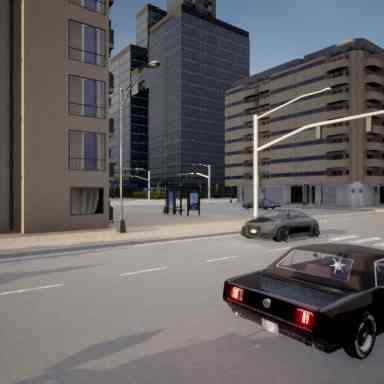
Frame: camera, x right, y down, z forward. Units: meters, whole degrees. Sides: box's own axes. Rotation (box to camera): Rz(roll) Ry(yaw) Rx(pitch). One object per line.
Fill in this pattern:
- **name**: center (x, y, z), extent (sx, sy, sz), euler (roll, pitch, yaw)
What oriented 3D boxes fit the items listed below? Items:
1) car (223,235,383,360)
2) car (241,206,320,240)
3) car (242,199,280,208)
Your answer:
- **car**: center (2.892, 1.601, 5.985), extent (4.718, 1.301, 1.895), euler (0, 0, -36)
- **car**: center (4.329, 1.564, 16.059), extent (4.181, 1.385, 1.994), euler (0, 0, -38)
- **car**: center (8.980, 1.603, 43.418), extent (2.033, 1.411, 5.357), euler (0, 0, -38)
